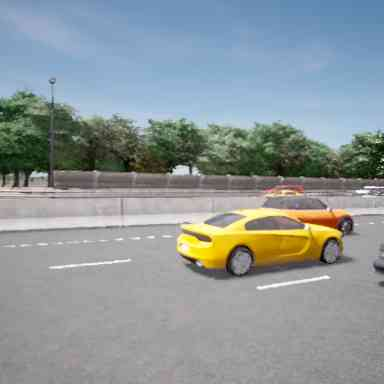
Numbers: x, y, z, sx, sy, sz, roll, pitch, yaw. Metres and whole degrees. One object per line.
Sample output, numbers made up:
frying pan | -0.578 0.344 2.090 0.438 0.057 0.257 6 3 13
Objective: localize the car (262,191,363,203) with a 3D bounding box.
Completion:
car | 4.976 0.993 14.731 4.553 1.767 2.097 0 2 -27

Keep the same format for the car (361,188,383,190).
car | 24.344 0.591 44.150 4.892 1.490 1.837 0 2 -26

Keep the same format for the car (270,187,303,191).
car | 10.169 0.556 37.013 5.008 1.535 1.882 0 2 -27

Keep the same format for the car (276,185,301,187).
car | 11.420 0.191 41.528 5.566 2.045 2.150 0 2 -26

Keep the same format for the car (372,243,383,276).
car | 6.625 1.415 7.740 5.357 1.411 2.033 0 2 -27

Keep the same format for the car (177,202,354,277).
car | 2.032 1.231 9.345 5.008 1.535 1.882 0 2 -27

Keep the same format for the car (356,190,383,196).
car | 16.458 0.814 32.336 4.892 1.490 1.837 1 2 -26

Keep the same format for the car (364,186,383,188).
car | 26.509 0.199 49.118 5.566 2.045 2.150 0 2 -26

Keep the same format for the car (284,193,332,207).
car | 11.860 0.793 33.955 4.718 1.301 1.895 0 2 -27
